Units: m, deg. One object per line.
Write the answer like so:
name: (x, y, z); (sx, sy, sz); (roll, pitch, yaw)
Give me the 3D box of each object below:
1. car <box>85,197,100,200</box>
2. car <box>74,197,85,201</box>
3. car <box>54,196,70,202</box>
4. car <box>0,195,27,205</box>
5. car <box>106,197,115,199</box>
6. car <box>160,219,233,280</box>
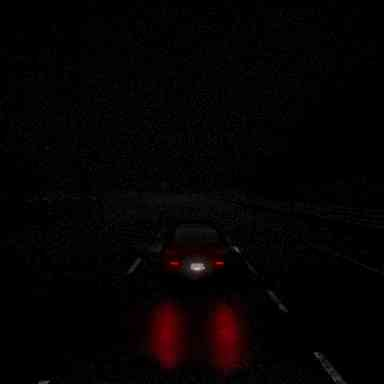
car: (-20.993, 1.720, 71.735); (1.812, 1.442, 4.674); (0, 0, 0)
car: (-24.493, 1.733, 74.026); (2.033, 1.411, 5.357); (0, 0, 0)
car: (-27.993, 1.674, 71.736); (1.882, 1.535, 5.008); (0, 0, 0)
car: (-17.596, 1.261, 31.181); (2.150, 2.045, 5.566); (0, 0, 0)
car: (-17.493, 1.720, 71.734); (1.812, 1.442, 4.674); (0, 0, 0)
car: (0.078, 1.519, 9.854); (1.812, 1.442, 4.674); (0, 0, -1)
